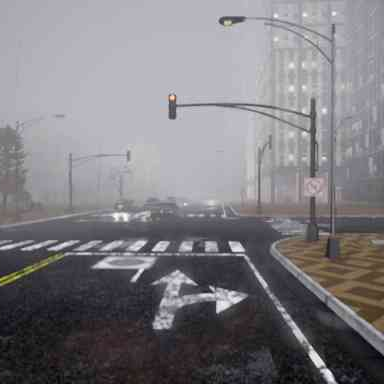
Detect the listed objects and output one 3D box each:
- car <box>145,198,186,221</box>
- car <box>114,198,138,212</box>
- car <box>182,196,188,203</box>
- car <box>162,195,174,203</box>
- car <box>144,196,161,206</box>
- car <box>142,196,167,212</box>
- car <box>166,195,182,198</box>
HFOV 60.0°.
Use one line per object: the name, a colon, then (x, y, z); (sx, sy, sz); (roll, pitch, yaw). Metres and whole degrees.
car: (-2.004, 1.496, 26.796); (2.033, 1.411, 5.357); (0, 0, 4)
car: (-7.735, 1.470, 39.240); (2.128, 1.511, 4.902); (0, 0, 5)
car: (-1.973, 1.574, 69.100); (1.895, 1.301, 4.718); (0, 0, 5)
car: (-5.090, 1.450, 70.880); (1.882, 1.535, 5.008); (0, 0, 5)
car: (-6.445, 1.481, 55.117); (1.837, 1.490, 4.892); (0, 0, 5)
car: (-4.495, 1.485, 38.969); (1.837, 1.490, 4.892); (0, 0, 5)
car: (-3.303, 1.482, 53.692); (1.837, 1.490, 4.892); (0, 0, 5)
